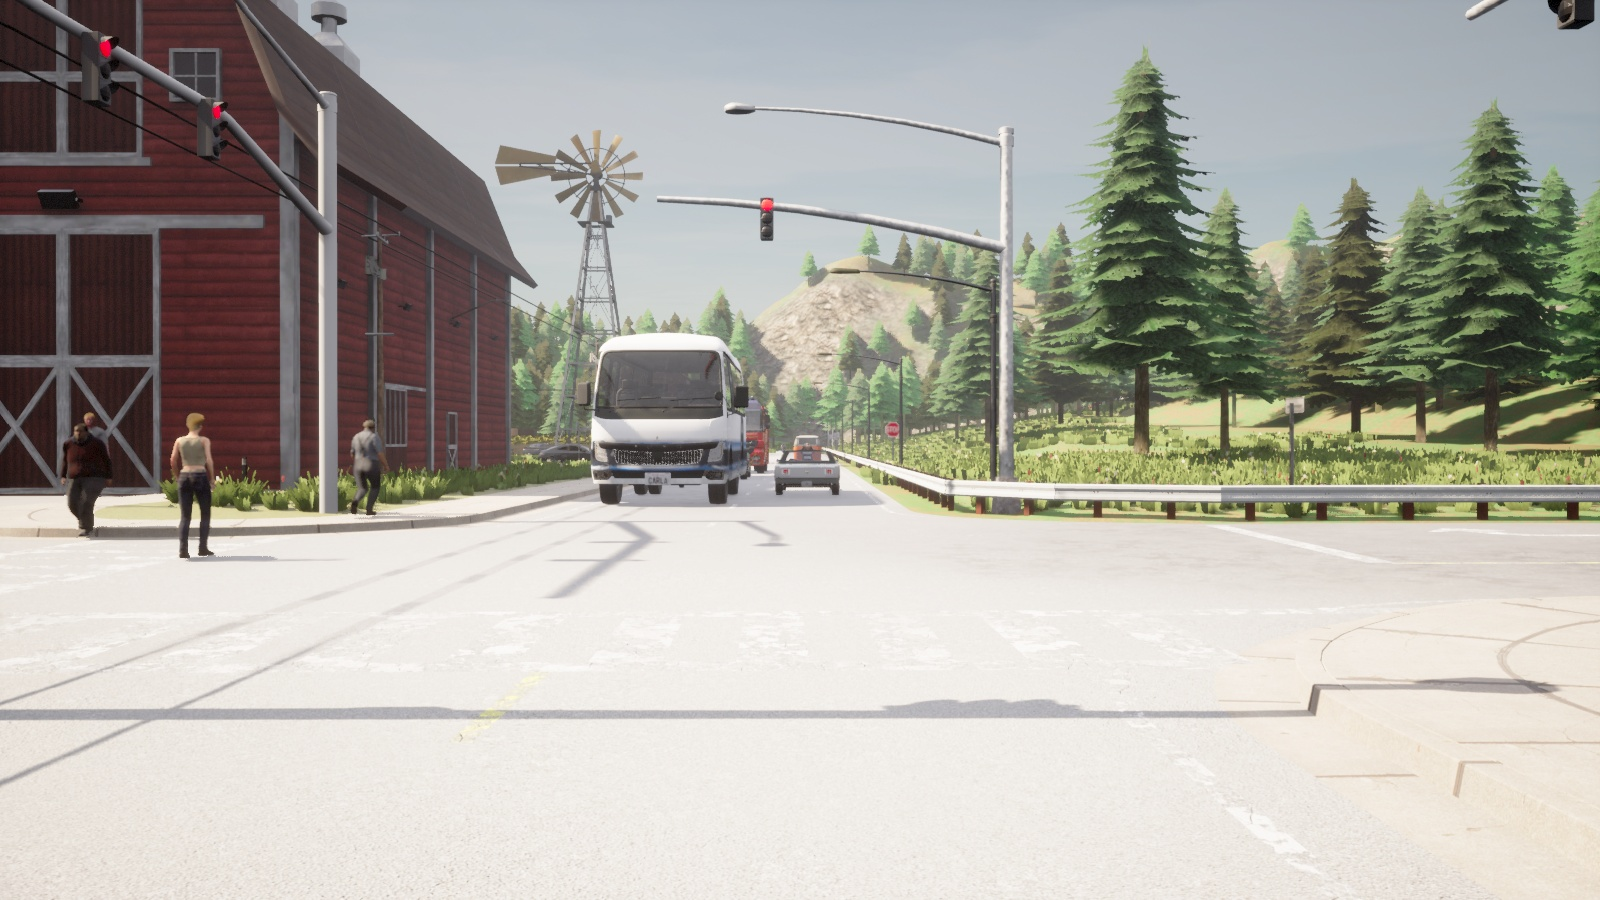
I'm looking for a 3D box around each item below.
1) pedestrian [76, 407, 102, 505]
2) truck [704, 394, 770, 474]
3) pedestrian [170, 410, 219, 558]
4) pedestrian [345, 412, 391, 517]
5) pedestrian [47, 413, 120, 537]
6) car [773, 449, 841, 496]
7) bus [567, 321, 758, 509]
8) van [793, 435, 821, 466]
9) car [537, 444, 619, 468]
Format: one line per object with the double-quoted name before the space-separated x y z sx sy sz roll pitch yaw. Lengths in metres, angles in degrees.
"pedestrian" -13.509 0.113 23.865 0.354 1.836 0.706 0 0 -24
"truck" -3.115 -0.782 64.074 2.891 3.827 8.468 0 0 0
"pedestrian" -7.653 0.426 15.888 0.345 1.836 0.594 0 0 -3
"pedestrian" -7.717 0.247 22.451 0.540 1.848 0.694 0 0 6
"pedestrian" -10.882 0.373 19.096 0.634 1.844 0.899 0 0 -5
"car" 0.226 0.635 37.510 1.895 1.301 4.718 0 0 1
"bus" -3.290 -0.823 33.683 3.944 4.253 10.273 0 0 0
"van" 0.487 0.036 82.076 1.775 1.987 4.442 0 0 0
"car" -13.415 0.332 76.123 4.674 1.442 1.812 0 0 -1
